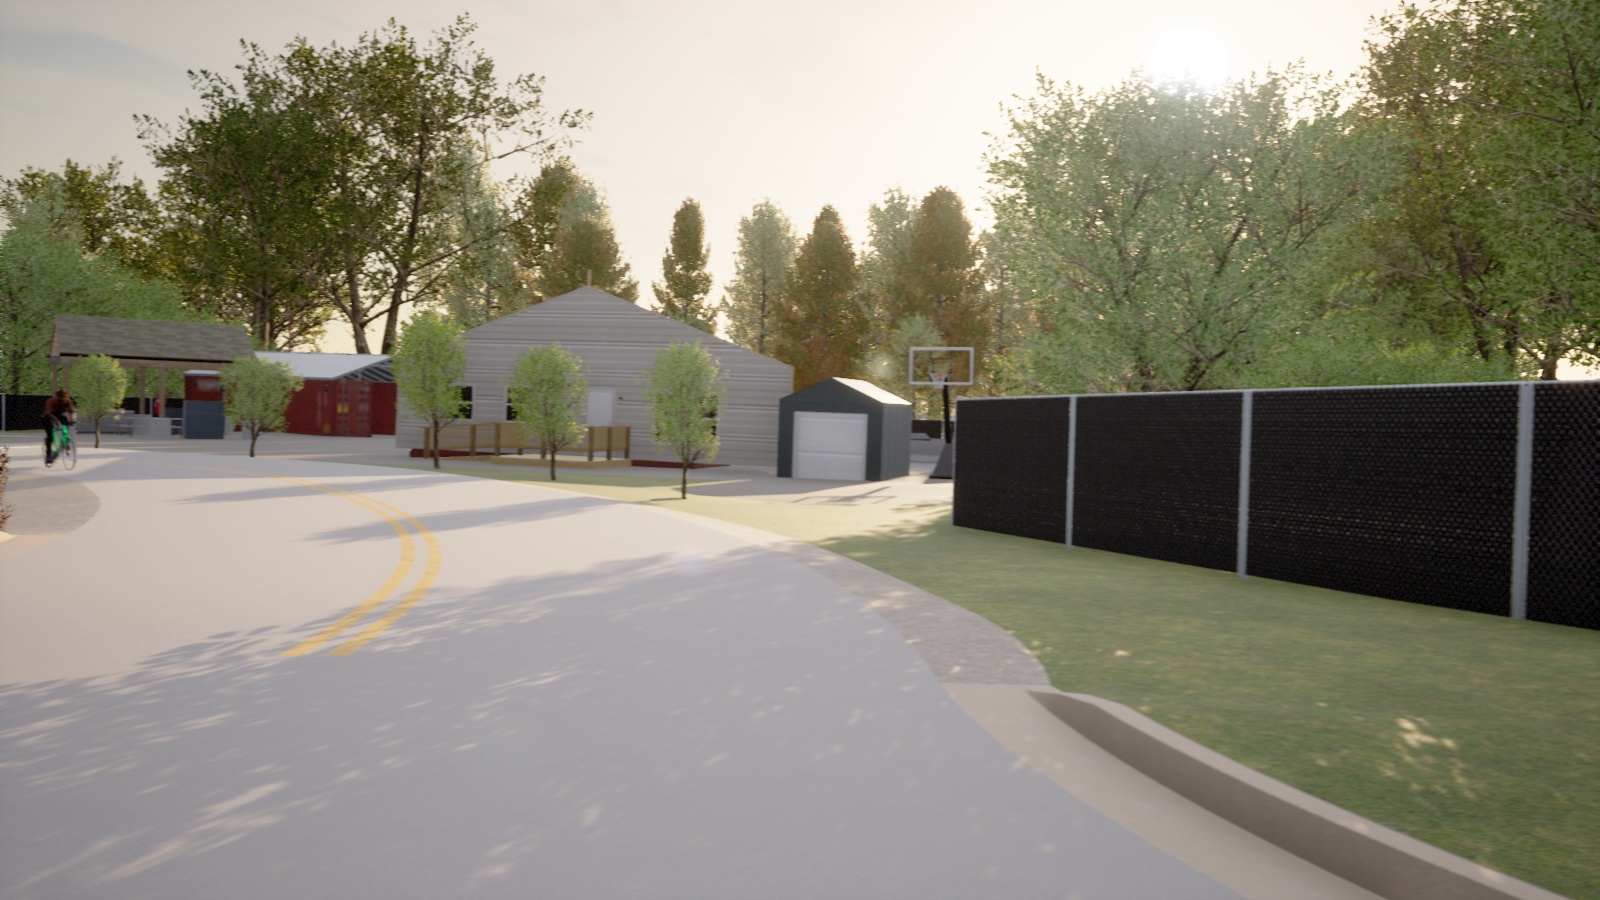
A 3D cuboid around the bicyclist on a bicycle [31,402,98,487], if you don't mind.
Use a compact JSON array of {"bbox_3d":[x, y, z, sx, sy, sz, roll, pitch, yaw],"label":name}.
[{"bbox_3d":[-14.674,-0.133,25.053,1.656,1.620,0.582,2,3,39],"label":"bicyclist on a bicycle"}]
